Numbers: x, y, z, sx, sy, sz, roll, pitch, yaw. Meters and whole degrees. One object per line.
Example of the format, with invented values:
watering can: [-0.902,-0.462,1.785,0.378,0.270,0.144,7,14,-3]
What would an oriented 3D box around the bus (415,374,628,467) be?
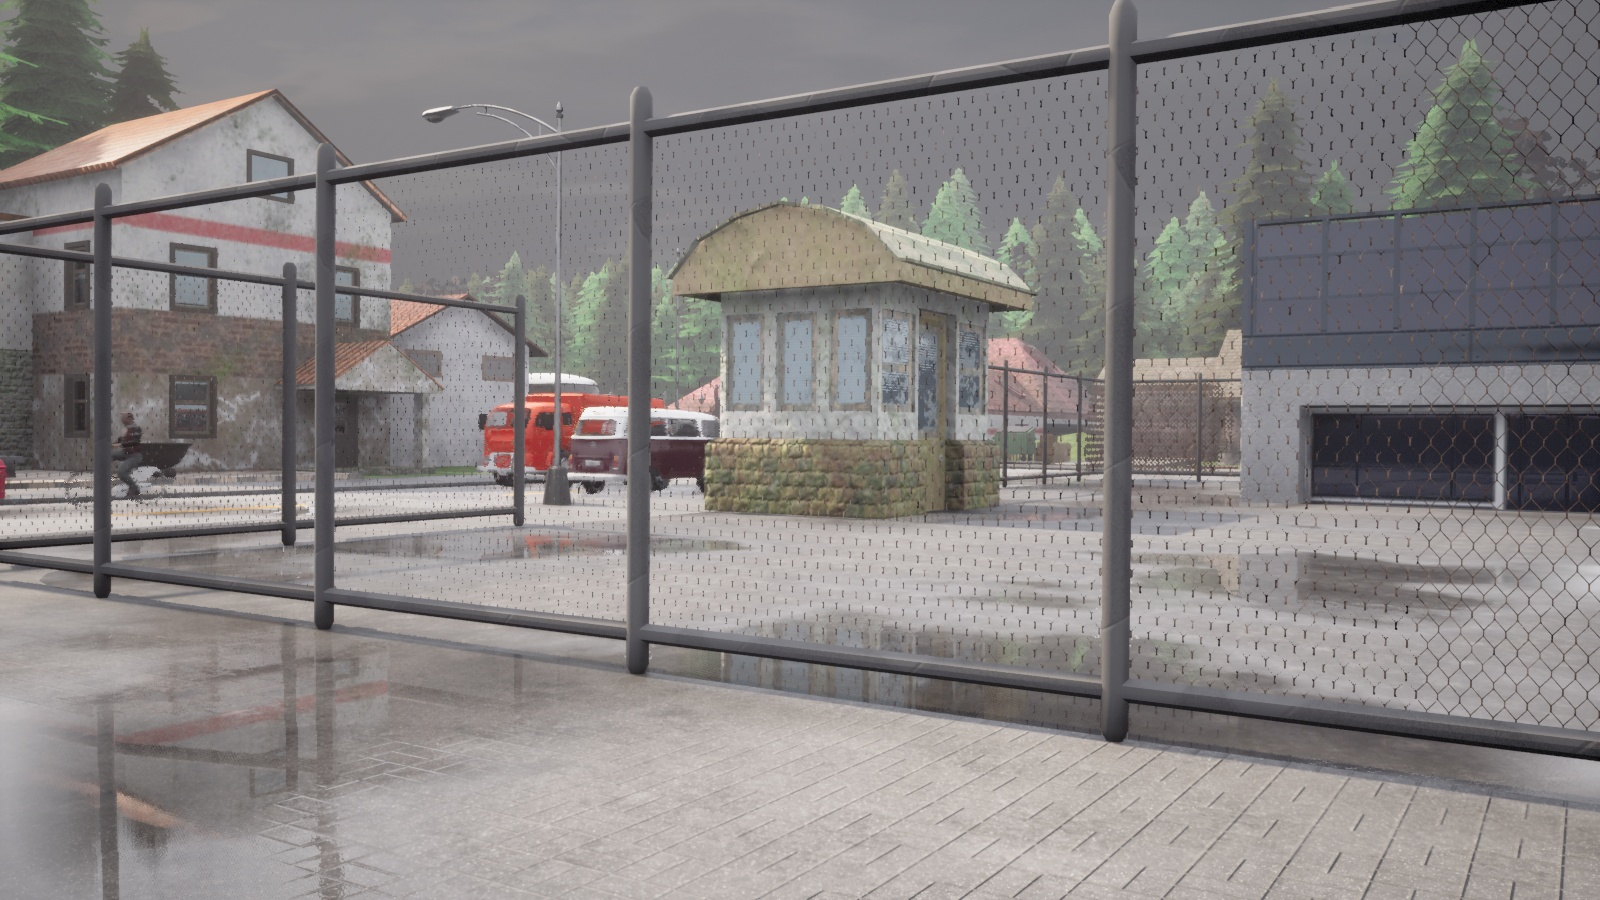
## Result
bus: [-13.741,-1.362,61.640,10.273,4.253,3.944,0,1,31]

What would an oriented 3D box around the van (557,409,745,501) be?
van: [-3.460,0.076,30.018,2.069,2.038,4.480,0,1,32]

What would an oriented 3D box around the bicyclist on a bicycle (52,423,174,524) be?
bicyclist on a bicycle: [-12.587,0.401,23.055,0.659,1.776,1.843,0,1,32]

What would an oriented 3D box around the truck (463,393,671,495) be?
truck: [-6.071,-0.143,33.380,2.627,2.467,5.204,0,0,32]
